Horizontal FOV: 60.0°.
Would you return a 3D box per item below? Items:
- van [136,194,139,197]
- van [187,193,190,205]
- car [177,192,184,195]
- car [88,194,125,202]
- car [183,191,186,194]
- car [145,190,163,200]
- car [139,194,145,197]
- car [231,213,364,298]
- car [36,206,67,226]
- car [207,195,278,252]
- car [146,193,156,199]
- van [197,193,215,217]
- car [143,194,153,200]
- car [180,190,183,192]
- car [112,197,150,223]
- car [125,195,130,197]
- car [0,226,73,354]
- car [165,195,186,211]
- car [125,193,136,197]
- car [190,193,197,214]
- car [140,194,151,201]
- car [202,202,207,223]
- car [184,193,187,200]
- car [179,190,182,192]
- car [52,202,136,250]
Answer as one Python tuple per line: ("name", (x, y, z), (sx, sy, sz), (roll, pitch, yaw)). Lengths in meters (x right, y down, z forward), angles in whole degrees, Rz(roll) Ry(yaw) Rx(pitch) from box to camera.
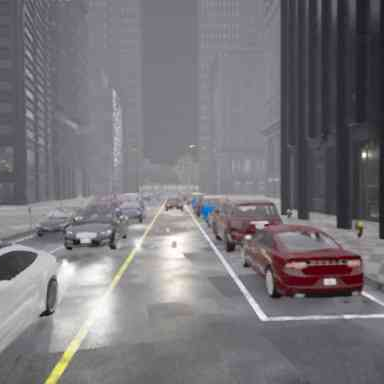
("van", (-8.029, 1.060, 41.918), (1.690, 1.788, 3.998), (-1, 1, -3))
("van", (0.723, 1.028, 38.703), (1.690, 1.788, 3.998), (-1, 1, -3))
("car", (-2.548, 1.109, 47.916), (1.882, 1.535, 5.008), (0, 1, -3))
("car", (-7.226, 1.150, 27.282), (2.192, 1.841, 5.009), (-1, 1, -3))
("car", (-0.694, 1.048, 63.935), (1.947, 1.339, 4.313), (-1, 1, -3))
("car", (-5.736, 0.808, 50.756), (1.812, 1.442, 4.674), (0, 0, -3))
("car", (-8.572, 1.079, 51.855), (1.967, 1.590, 4.097), (-1, 1, -3))
("car", (2.365, 1.468, 8.224), (1.887, 1.381, 4.507), (-1, 1, -3))
("car", (-6.686, 1.461, 17.526), (2.008, 1.369, 4.403), (-1, 1, -3))
("car", (2.087, 1.200, 13.303), (2.192, 1.841, 5.009), (-1, 1, -3))
("car", (-10.338, 0.908, 84.074), (2.008, 1.369, 4.403), (-1, 1, -3))
("van", (1.542, 1.147, 23.463), (1.690, 1.788, 3.998), (-1, 1, -3))
("car", (-9.748, 1.039, 73.335), (1.802, 1.307, 4.206), (-1, 1, -3))
("car", (-1.265, 0.942, 74.325), (2.008, 1.369, 4.403), (-1, 1, -3))
("car", (-4.366, 1.366, 24.240), (1.812, 1.442, 4.674), (0, 0, -3))
("car", (-7.489, 1.341, 32.163), (1.887, 1.381, 4.507), (-1, 1, -3))
("car", (-3.293, 1.516, 4.643), (1.812, 1.442, 4.674), (0, 0, -5))
("car", (-1.863, 1.330, 35.705), (1.895, 1.301, 4.718), (0, 0, -3))
("car", (-7.759, 1.198, 37.040), (1.967, 1.590, 4.097), (-1, 1, -3))
("car", (1.268, 1.082, 28.543), (2.192, 1.841, 5.009), (-1, 1, -3))
("car", (-9.454, 1.049, 67.966), (1.887, 1.381, 4.507), (-1, 1, -3))
("car", (1.820, 1.428, 18.385), (1.802, 1.307, 4.206), (-1, 1, -3))
("car", (0.161, 1.192, 48.352), (1.802, 1.307, 4.206), (-1, 1, -3))
("car", (-1.845, 0.818, 84.884), (1.752, 1.417, 4.829), (-1, 1, -3))
("car", (-3.813, 1.411, 13.975), (2.128, 1.511, 4.902), (0, 0, -3))
